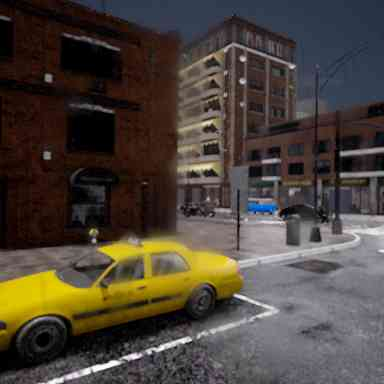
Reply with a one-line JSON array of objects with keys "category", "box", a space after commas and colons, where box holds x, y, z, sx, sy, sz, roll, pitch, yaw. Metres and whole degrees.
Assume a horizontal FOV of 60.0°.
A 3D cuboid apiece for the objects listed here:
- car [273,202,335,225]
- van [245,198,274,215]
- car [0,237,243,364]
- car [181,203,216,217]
[{"category": "car", "box": [8.713, 1.614, 25.038, 1.812, 1.442, 4.674, 1, -1, -35]}, {"category": "van", "box": [7.345, 1.614, 36.942, 1.690, 1.788, 3.998, 0, -1, -35]}, {"category": "car", "box": [-1.245, 1.523, 5.830, 4.829, 1.417, 1.752, 0, 1, -36]}, {"category": "car", "box": [0.468, 1.703, 32.152, 1.947, 1.339, 4.313, 0, -1, -35]}]
